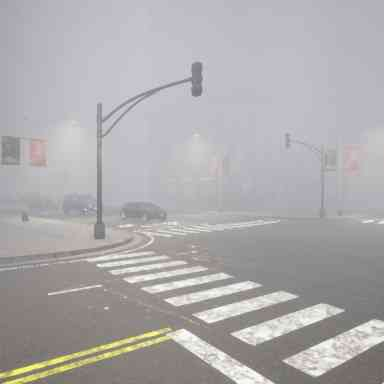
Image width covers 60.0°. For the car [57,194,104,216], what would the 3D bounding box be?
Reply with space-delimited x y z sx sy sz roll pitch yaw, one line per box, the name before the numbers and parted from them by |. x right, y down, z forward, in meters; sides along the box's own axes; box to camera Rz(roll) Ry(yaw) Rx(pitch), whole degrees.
car | -11.052 1.208 33.429 2.150 2.045 5.566 0 0 -45

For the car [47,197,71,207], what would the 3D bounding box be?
car | -21.355 1.549 53.250 4.181 1.385 1.994 0 0 45

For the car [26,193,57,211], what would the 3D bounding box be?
car | -18.143 1.334 40.548 2.097 1.767 4.553 0 0 -45

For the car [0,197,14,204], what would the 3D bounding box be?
car | -33.657 1.533 60.975 1.994 1.385 4.181 0 0 -45

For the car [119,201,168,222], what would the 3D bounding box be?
car | -3.886 1.497 26.240 1.837 1.490 4.892 0 0 -44

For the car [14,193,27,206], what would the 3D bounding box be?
car | -26.077 1.200 53.379 5.566 2.045 2.150 0 0 45
